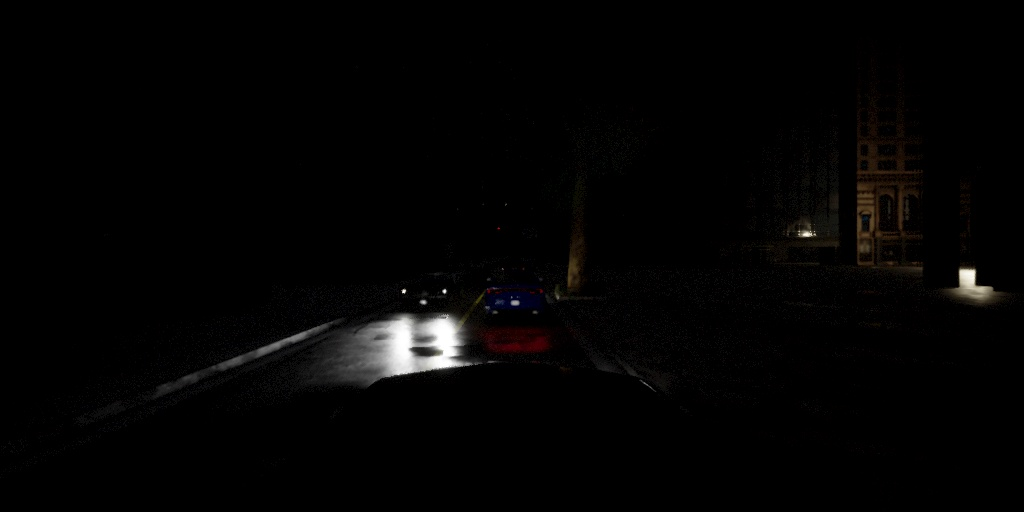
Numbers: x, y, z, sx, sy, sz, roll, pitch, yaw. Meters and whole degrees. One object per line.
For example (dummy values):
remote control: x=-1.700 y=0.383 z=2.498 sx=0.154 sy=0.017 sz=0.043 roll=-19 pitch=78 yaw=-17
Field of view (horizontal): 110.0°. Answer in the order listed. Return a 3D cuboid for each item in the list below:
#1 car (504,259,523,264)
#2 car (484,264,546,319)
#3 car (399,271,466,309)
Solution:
car: x=0.097 y=1.045 z=28.281 sx=2.097 sy=1.767 sz=4.553 roll=0 pitch=0 yaw=0
car: x=0.095 y=1.203 z=12.685 sx=1.882 sy=1.535 sz=5.008 roll=0 pitch=0 yaw=0
car: x=-3.100 y=1.321 z=14.823 sx=1.895 sy=1.301 sz=4.718 roll=0 pitch=0 yaw=0
